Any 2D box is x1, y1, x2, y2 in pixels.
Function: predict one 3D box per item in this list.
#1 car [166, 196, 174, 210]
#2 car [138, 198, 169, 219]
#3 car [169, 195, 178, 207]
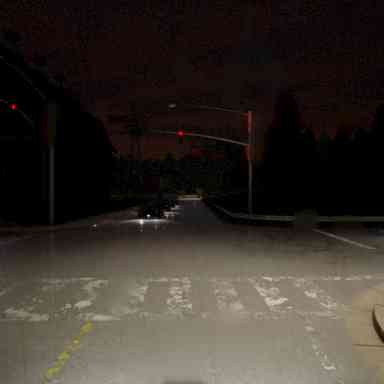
[{"bbox_3d":[-3.531,1.505,39.566,1.837,1.490,4.892,0,0,0],"label":"car"},{"bbox_3d":[-3.548,1.547,29.821,2.033,1.411,5.357,0,0,0],"label":"car"},{"bbox_3d":[-3.508,1.526,48.863,1.812,1.442,4.674,0,0,0],"label":"car"}]
